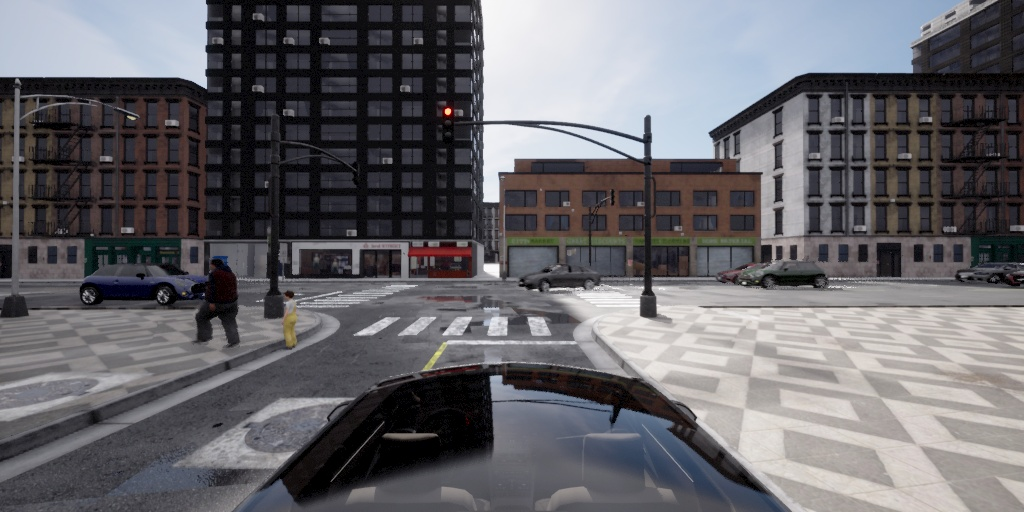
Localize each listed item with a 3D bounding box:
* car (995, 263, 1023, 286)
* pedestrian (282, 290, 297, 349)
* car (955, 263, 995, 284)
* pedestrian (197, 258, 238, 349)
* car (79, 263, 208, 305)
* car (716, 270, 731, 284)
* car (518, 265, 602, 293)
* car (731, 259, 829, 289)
[{"bbox_3d":[33.412,1.258,22.133,4.181,1.385,1.994,0,0,0],"label":"car"},{"bbox_3d":[-4.807,1.326,7.748,0.375,1.300,0.375,0,0,0],"label":"pedestrian"},{"bbox_3d":[34.503,1.210,25.386,4.902,1.511,2.128,0,0,0],"label":"car"},{"bbox_3d":[-5.776,0.893,7.034,0.375,1.860,0.375,0,0,0],"label":"pedestrian"},{"bbox_3d":[-15.217,1.088,15.270,4.553,1.767,2.097,0,0,1],"label":"car"},{"bbox_3d":[16.993,1.280,25.335,4.674,1.442,1.812,-1,0,0],"label":"car"},{"bbox_3d":[2.709,1.250,20.475,4.892,1.490,1.837,1,-3,-24],"label":"car"},{"bbox_3d":[16.551,1.080,22.091,4.553,1.767,2.097,0,0,0],"label":"car"}]
